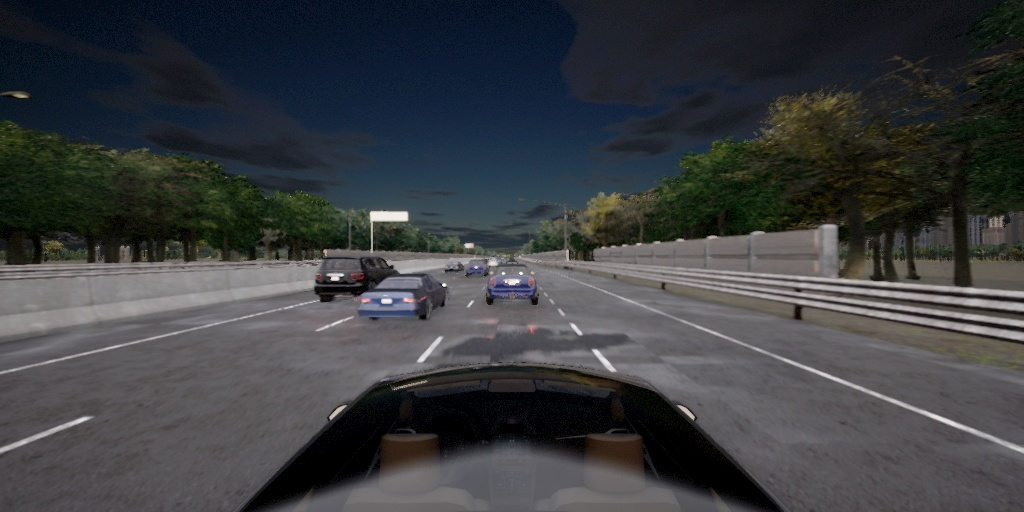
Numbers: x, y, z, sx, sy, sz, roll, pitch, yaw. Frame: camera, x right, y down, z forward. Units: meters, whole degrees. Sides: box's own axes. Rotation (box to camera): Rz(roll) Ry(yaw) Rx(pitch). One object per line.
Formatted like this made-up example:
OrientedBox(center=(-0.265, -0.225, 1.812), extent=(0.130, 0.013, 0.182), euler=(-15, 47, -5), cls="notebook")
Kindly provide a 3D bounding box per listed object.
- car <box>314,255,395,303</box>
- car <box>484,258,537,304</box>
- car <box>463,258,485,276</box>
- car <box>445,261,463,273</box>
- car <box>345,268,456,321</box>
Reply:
OrientedBox(center=(-6.992, 0.987, 16.852), extent=(2.150, 2.045, 5.566), euler=(0, 0, 0), cls="car")
OrientedBox(center=(0.009, 1.115, 16.685), extent=(2.097, 1.767, 4.553), euler=(0, 0, 0), cls="car")
OrientedBox(center=(-3.481, 1.139, 37.099), extent=(2.097, 1.767, 4.553), euler=(0, 0, 0), cls="car")
OrientedBox(center=(-6.976, 1.344, 43.971), extent=(2.033, 1.411, 5.357), euler=(0, 0, 0), cls="car")
OrientedBox(center=(-3.496, 1.308, 12.511), extent=(2.033, 1.411, 5.357), euler=(0, 0, 0), cls="car")
